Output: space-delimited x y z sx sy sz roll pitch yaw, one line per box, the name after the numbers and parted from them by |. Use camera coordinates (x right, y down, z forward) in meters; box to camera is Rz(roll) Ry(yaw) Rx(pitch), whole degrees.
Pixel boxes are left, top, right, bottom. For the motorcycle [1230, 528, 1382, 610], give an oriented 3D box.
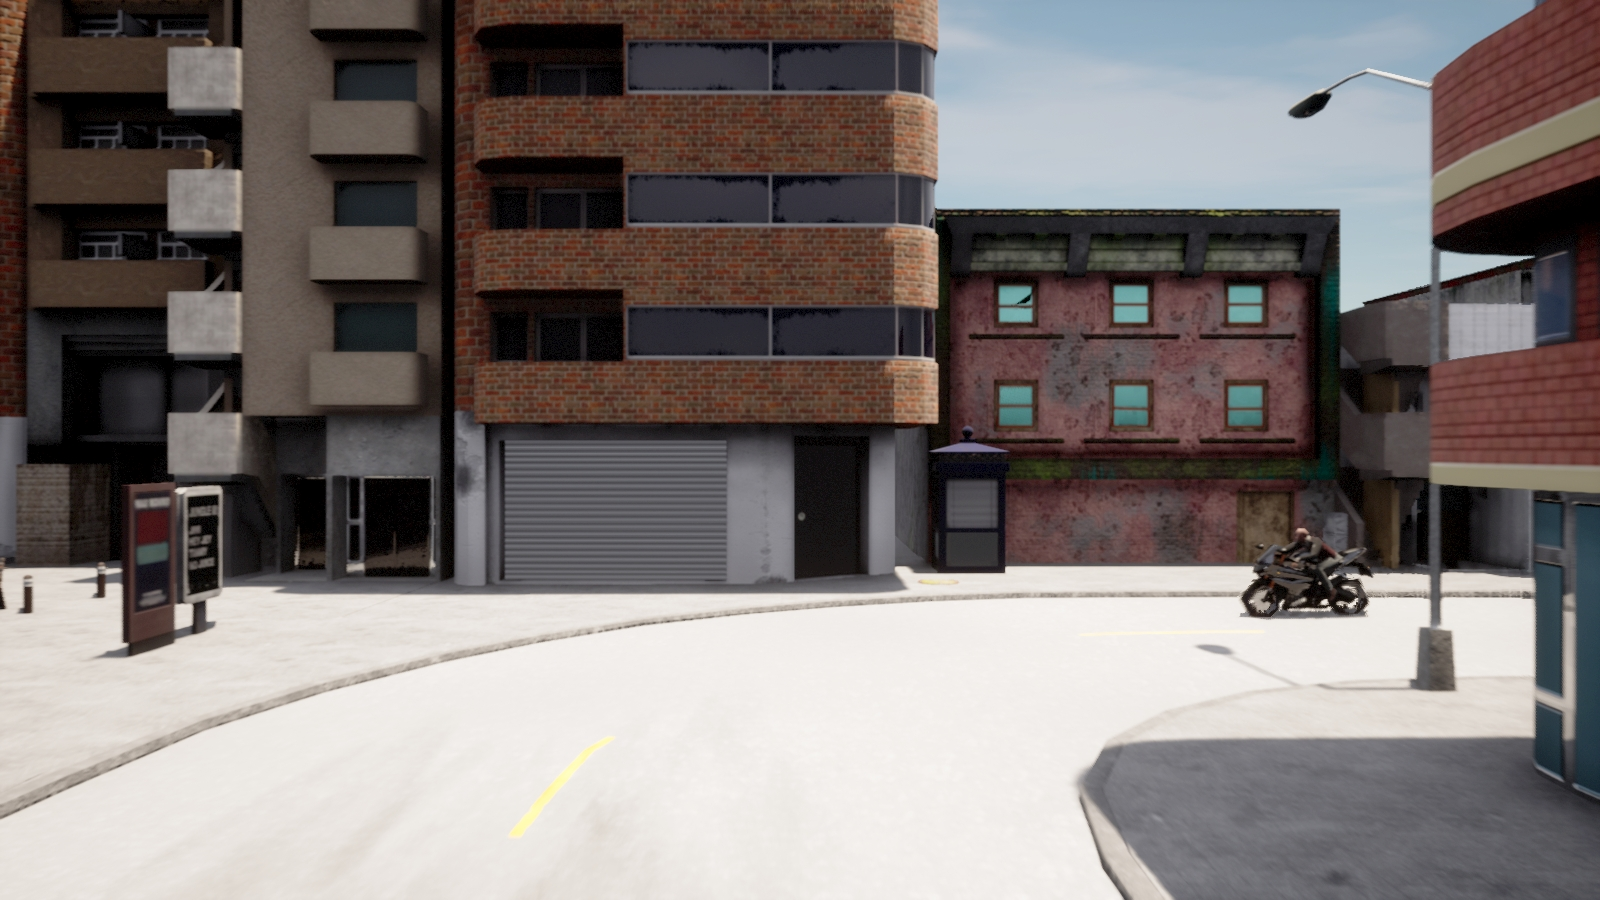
8.508 1.985 19.253 2.209 1.251 0.867 0 1 -6 | motorcycle
